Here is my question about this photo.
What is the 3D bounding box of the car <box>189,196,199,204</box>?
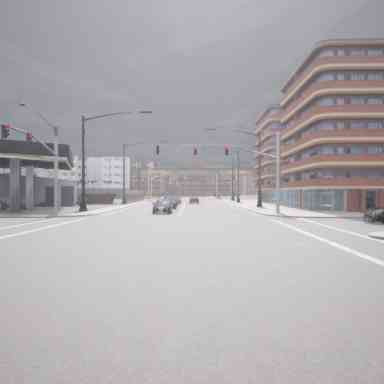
[{"bbox_3d":[0.435,1.522,65.786,1.812,1.442,4.674,0,0,0],"label":"car"}]

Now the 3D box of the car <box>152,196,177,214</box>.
[{"bbox_3d":[-3.074,1.489,35.193,2.128,1.511,4.902,0,0,0],"label":"car"}]

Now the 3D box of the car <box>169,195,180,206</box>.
[{"bbox_3d":[-3.131,1.349,44.911,2.097,1.767,4.553,0,0,0],"label":"car"}]

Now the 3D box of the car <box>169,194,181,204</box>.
[{"bbox_3d":[-3.204,1.348,65.083,2.097,1.767,4.553,0,0,0],"label":"car"}]

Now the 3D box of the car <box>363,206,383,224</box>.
[{"bbox_3d":[14.724,1.351,23.642,4.553,1.767,2.097,0,0,1],"label":"car"}]

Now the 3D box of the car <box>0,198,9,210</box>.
[{"bbox_3d":[-23.941,1.453,39.386,3.806,1.475,1.970,0,0,1],"label":"car"}]
